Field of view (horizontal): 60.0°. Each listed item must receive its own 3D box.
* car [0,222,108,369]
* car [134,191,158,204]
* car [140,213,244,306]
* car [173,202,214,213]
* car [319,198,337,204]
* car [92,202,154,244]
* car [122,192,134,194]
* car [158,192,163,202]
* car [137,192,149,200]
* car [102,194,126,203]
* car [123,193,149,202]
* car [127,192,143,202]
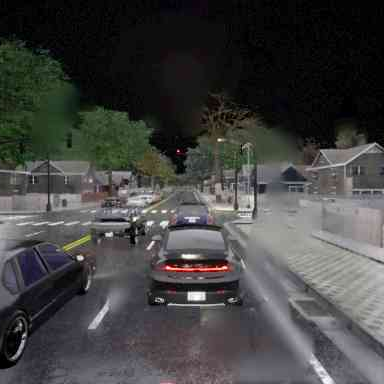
[{"bbox_3d":[-3.172,1.539,5.642,2.033,1.411,5.357,0,0,0],"label":"car"},{"bbox_3d":[-6.879,0.850,50.708,2.150,2.045,5.566,0,1,0],"label":"car"},{"bbox_3d":[0.063,1.489,7.987,1.837,1.490,4.892,0,0,0],"label":"car"},{"bbox_3d":[0.073,1.289,17.052,2.097,1.767,4.553,0,0,2],"label":"car"},{"bbox_3d":[12.417,1.267,30.852,4.674,1.442,1.812,0,1,-3],"label":"car"},{"bbox_3d":[-3.235,1.439,15.396,2.128,1.511,4.902,0,0,0],"label":"car"},{"bbox_3d":[-10.129,0.979,50.796,2.097,1.767,4.553,0,1,0],"label":"car"},{"bbox_3d":[-6.917,0.820,60.596,2.097,1.767,4.553,0,1,0],"label":"car"},{"bbox_3d":[-10.149,0.827,69.169,1.994,1.385,4.181,0,1,0],"label":"car"},{"bbox_3d":[-10.087,1.280,42.109,1.994,1.385,4.181,0,1,0],"label":"car"},{"bbox_3d":[-6.822,1.252,41.030,1.812,1.442,4.674,0,1,0],"label":"car"},{"bbox_3d":[-10.166,0.841,59.497,2.097,1.767,4.553,0,1,0],"label":"car"}]
